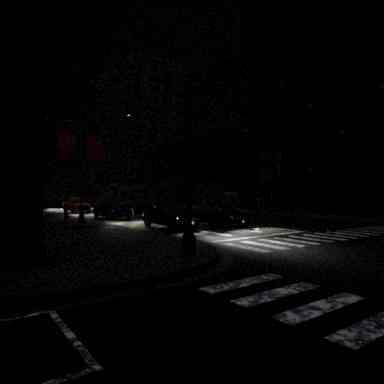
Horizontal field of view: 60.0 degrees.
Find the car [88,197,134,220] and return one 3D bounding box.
[{"bbox_3d":[-6.816,1.441,28.248,1.882,1.535,5.008,0,0,-36],"label":"car"}]

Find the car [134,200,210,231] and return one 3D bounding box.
[{"bbox_3d":[-1.401,1.469,20.723,2.128,1.511,4.902,0,0,-36],"label":"car"}]

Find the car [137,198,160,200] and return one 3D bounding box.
[{"bbox_3d":[-3.543,1.313,29.262,2.097,1.767,4.553,0,0,-36],"label":"car"}]

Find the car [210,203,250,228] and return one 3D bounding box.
[{"bbox_3d":[1.696,1.500,22.013,1.812,1.442,4.674,0,0,-37],"label":"car"}]

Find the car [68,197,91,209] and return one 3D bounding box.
[{"bbox_3d":[-15.643,1.455,46.160,1.812,1.442,4.674,0,0,-35],"label":"car"}]

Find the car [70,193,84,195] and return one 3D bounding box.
[{"bbox_3d":[-20.529,1.127,58.760,2.150,2.045,5.566,0,0,-36],"label":"car"}]

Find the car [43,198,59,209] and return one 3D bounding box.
[{"bbox_3d":[-19.160,1.533,45.507,1.895,1.301,4.718,0,0,-35],"label":"car"}]

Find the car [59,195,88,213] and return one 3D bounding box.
[{"bbox_3d":[-12.585,1.426,36.272,1.882,1.535,5.008,0,0,-35],"label":"car"}]
